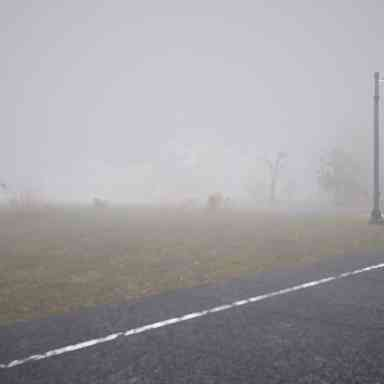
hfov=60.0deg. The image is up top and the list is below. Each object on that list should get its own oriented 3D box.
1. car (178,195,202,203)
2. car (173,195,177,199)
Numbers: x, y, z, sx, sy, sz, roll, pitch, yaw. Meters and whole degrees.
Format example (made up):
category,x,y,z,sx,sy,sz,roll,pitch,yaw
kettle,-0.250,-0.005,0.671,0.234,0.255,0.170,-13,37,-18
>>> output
category,x,y,z,sx,sy,sz,roll,pitch,yaw
car,-0.078,1.362,62.998,2.128,1.511,4.902,0,0,-33
car,-4.432,1.218,69.419,1.882,1.535,5.008,0,0,-34
